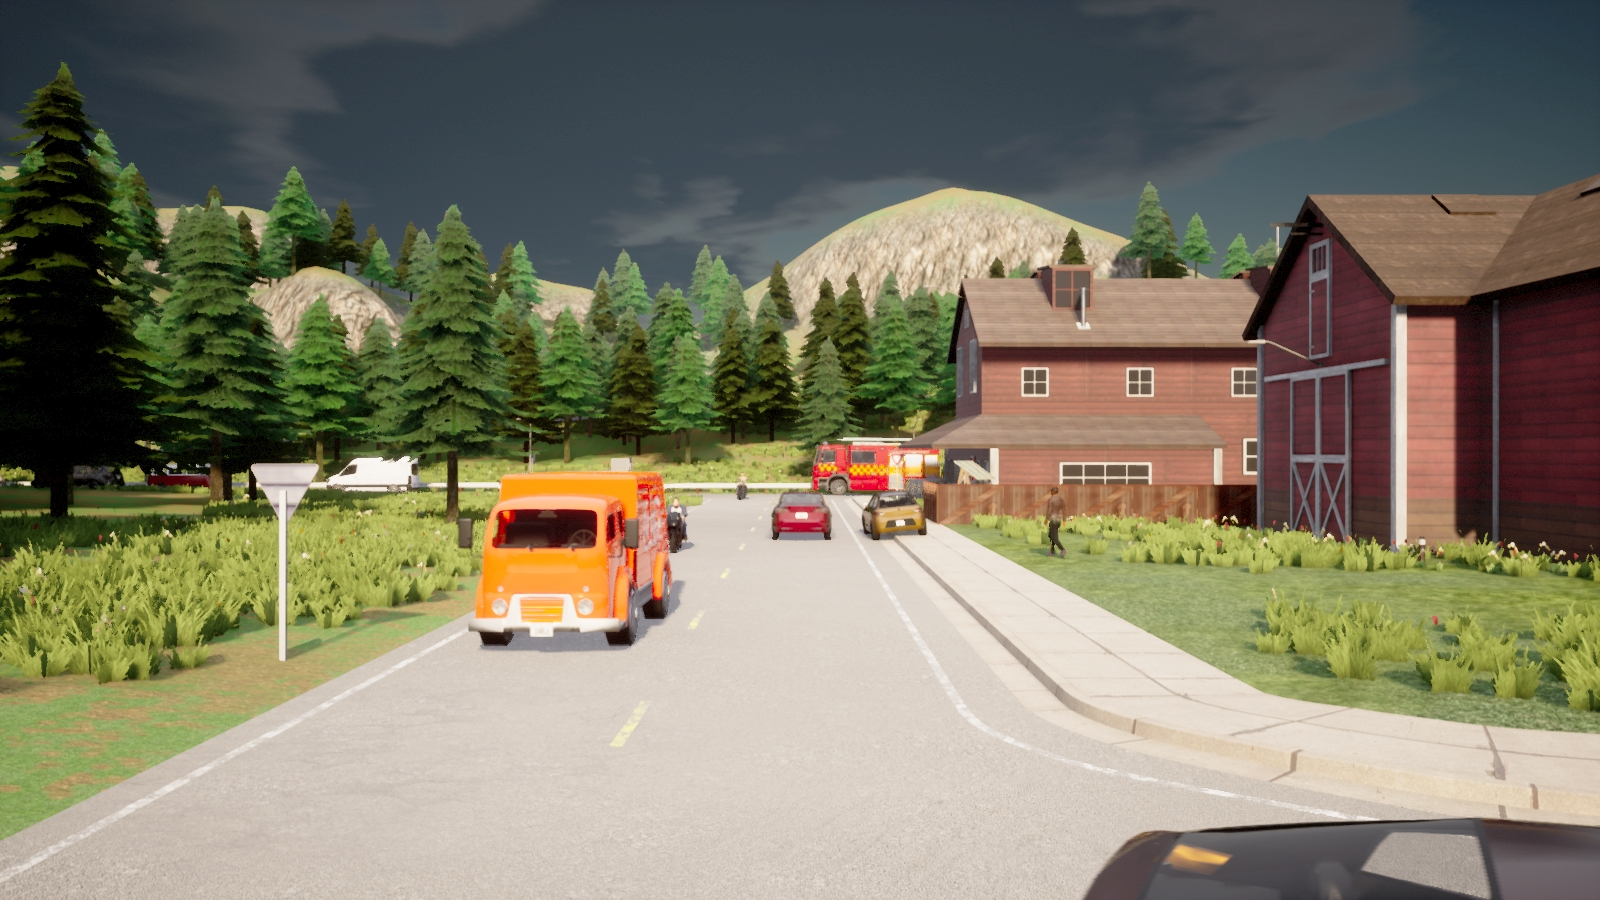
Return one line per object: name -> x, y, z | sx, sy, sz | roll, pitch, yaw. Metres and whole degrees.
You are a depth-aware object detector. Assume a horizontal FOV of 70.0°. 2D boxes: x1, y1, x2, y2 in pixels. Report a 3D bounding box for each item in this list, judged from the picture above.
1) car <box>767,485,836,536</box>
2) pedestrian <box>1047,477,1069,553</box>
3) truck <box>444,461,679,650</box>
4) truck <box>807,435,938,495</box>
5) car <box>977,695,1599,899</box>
car -> 0.055, 1.976, 38.343 | 2.163, 1.488, 4.792 | 0, 0, 0
pedestrian -> 6.397, 1.594, 28.354 | 0.375, 1.860, 0.375 | 0, 0, -23
truck -> -3.481, 1.446, 17.956 | 2.627, 2.467, 5.204 | 0, 0, 0
truck -> 4.779, 0.992, 76.176 | 8.468, 3.827, 2.891 | 0, 0, -1
car -> 2.984, 1.860, 3.181 | 4.514, 1.525, 2.007 | 0, 1, 27
